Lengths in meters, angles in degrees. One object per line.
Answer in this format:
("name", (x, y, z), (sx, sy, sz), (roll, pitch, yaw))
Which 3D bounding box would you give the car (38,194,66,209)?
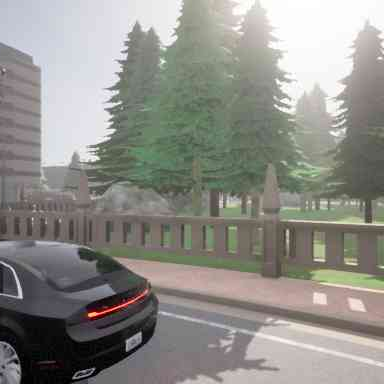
("car", (-19.262, 1.277, 47.192), (2.150, 2.045, 5.566), (0, 0, 22))

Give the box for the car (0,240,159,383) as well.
("car", (-2.819, 1.505, 5.051), (4.892, 1.490, 1.837), (0, 0, 28))

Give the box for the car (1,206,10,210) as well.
("car", (-23.202, 1.603, 37.255), (2.033, 1.411, 5.357), (0, 0, 21))
